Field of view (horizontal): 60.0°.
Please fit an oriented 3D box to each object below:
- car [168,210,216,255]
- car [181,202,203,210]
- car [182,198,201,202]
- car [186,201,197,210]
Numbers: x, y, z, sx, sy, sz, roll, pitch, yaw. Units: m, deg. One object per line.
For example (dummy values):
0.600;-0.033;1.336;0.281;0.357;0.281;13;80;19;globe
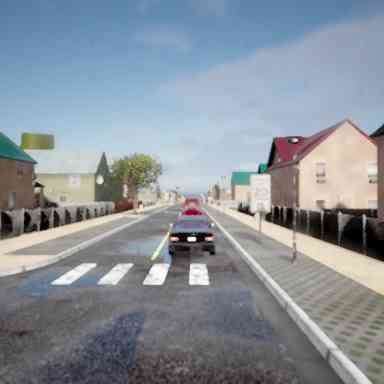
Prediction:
-0.004;1.691;13.993;2.033;1.411;5.357;0;-1;0;car
-0.007;1.855;29.378;1.812;1.442;4.674;0;-1;0;car
-0.016;1.712;42.006;2.150;2.045;5.566;0;-1;0;car
-0.022;2.245;56.828;1.812;1.442;4.674;0;-1;0;car
